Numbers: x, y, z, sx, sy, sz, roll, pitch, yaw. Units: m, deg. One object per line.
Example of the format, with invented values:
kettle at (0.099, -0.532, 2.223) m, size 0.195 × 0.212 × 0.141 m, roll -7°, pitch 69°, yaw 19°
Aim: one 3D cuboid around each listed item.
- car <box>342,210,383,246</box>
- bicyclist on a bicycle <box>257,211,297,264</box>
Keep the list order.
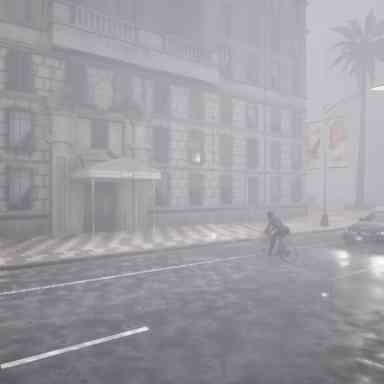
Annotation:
car at (8.348, 1.526, 14.132) m, size 4.674 × 1.442 × 1.812 m, roll 0°, pitch 0°, yaw -34°
bicyclist on a bicycle at (2.676, 1.455, 10.706) m, size 0.582 × 1.620 × 1.656 m, roll 0°, pitch -2°, yaw -35°
